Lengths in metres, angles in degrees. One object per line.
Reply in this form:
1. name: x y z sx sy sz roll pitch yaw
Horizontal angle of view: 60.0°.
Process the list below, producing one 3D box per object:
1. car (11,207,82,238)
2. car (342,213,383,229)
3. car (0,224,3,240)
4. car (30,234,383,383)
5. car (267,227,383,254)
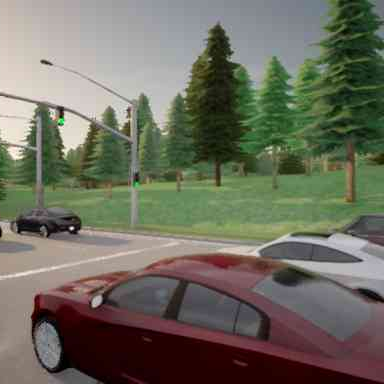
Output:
1. car: -8.106 1.614 18.364 4.892 1.490 1.837 0 0 36
2. car: 4.982 1.359 9.036 4.553 1.767 2.097 0 0 35
3. car: -11.025 1.680 16.147 4.181 1.385 1.994 0 0 36
4. car: 0.049 1.491 3.956 5.008 1.535 1.882 0 0 35
5. car: 2.189 1.539 6.729 4.674 1.442 1.812 0 0 36
